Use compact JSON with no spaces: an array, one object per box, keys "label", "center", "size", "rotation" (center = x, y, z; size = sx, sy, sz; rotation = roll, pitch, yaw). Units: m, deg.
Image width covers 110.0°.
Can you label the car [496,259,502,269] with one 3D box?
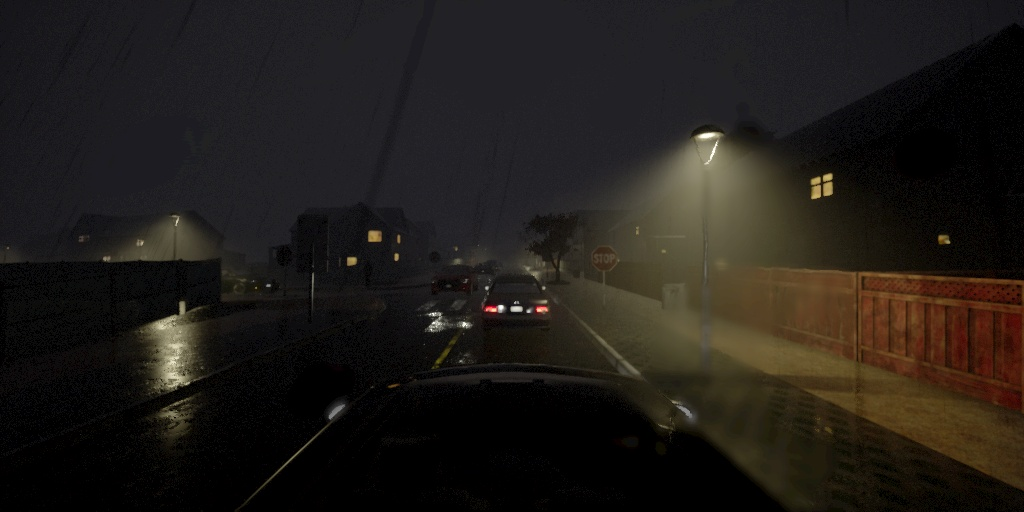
[{"label":"car","center":[-2.786,1.293,48.910],"size":[1.837,1.490,4.892],"rotation":[0,0,0]}]

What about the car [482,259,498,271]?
[{"label":"car","center":[-2.817,1.326,36.915],"size":[1.994,1.385,4.181],"rotation":[0,0,0]}]

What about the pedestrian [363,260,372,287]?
[{"label":"pedestrian","center":[-9.892,1.173,24.600],"size":[0.375,1.860,0.375],"rotation":[0,-2,5]}]

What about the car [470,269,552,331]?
[{"label":"car","center":[0.107,1.288,10.924],"size":[2.033,1.411,5.357],"rotation":[0,0,0]}]

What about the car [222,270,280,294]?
[{"label":"car","center":[-14.899,1.430,19.357],"size":[4.181,1.385,1.994],"rotation":[-1,-2,8]}]

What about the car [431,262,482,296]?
[{"label":"car","center":[-2.849,1.189,18.619],"size":[1.882,1.535,5.008],"rotation":[-1,-2,0]}]
